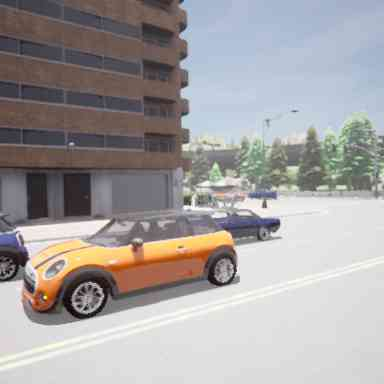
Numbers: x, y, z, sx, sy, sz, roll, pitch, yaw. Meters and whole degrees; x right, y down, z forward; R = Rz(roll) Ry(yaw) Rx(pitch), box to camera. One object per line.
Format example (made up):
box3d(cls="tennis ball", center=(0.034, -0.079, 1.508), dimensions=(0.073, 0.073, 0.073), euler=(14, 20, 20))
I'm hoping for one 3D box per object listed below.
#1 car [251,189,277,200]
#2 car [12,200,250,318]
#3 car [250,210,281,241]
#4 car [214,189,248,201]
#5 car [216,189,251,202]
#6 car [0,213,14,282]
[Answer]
box3d(cls="car", center=(10.107, 0.337, 48.400), dimensions=(1.882, 1.535, 5.008), euler=(-2, 1, -34))
box3d(cls="car", center=(-1.203, 1.251, 7.346), dimensions=(4.553, 1.767, 2.097), euler=(-2, 1, -34))
box3d(cls="car", center=(1.240, 1.342, 13.155), dimensions=(4.718, 1.301, 1.895), euler=(-2, 1, -33))
box3d(cls="car", center=(5.555, 0.444, 48.239), dimensions=(1.882, 1.535, 5.008), euler=(-2, 1, -36))
box3d(cls="car", center=(4.926, 0.424, 43.072), dimensions=(2.097, 1.767, 4.553), euler=(-2, 1, -35))
box3d(cls="car", center=(-6.522, 1.359, 8.117), dimensions=(4.553, 1.767, 2.097), euler=(-2, 1, -31))
